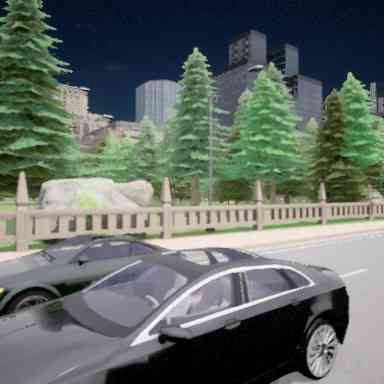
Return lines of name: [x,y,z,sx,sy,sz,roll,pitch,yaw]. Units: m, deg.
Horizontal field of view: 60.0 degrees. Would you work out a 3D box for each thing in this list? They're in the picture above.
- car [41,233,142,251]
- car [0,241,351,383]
car: [-2.082,1.569,6.792,4.181,1.385,1.994,0,0,-36]
car: [-0.085,1.495,3.917,4.902,1.511,2.128,0,0,-35]
